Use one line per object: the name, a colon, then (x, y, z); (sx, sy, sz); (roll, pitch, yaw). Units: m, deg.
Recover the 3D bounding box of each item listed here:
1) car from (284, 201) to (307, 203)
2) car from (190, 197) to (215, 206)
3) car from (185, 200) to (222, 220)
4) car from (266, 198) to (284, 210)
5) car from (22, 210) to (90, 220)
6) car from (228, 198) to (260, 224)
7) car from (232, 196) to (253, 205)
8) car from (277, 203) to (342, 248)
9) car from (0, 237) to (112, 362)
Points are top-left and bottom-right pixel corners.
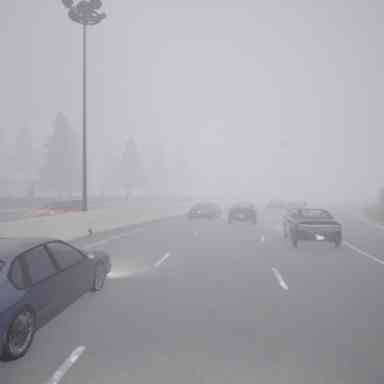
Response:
car: (10.610, 1.548, 33.022); (1.895, 1.301, 4.718); (0, 0, 23)
car: (1.798, 1.479, 54.380); (1.895, 1.301, 4.718); (0, 0, 32)
car: (1.156, 1.503, 27.380); (1.994, 1.385, 4.181); (0, 0, 17)
car: (10.407, 1.455, 40.748); (1.812, 1.442, 4.674); (0, 0, 26)
car: (-8.142, 1.286, 20.346); (2.097, 1.767, 4.553); (0, 0, 13)
car: (3.874, 1.430, 24.286); (1.882, 1.535, 5.008); (0, 0, 16)
car: (8.928, 1.410, 58.737); (1.812, 1.442, 4.674); (0, 0, 36)
car: (5.162, 1.469, 14.669); (2.128, 1.511, 4.902); (0, 0, 10)
car: (-3.067, 1.526, 5.849); (2.033, 1.411, 5.357); (0, 0, 4)
